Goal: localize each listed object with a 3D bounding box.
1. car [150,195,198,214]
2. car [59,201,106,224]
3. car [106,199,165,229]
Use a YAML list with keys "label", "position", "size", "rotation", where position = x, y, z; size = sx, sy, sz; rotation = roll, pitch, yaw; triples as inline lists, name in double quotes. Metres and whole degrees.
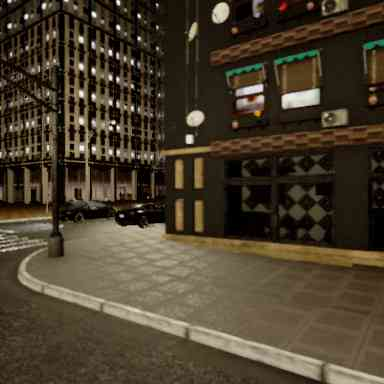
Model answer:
- label: "car"
  position: [-1.579, 1.087, 30.848]
  size: [1.837, 1.490, 4.892]
  rotation: [0, 1, 35]
- label: "car"
  position: [-7.270, 1.314, 22.782]
  size: [1.994, 1.385, 4.181]
  rotation: [0, 1, 35]
- label: "car"
  position: [-2.547, 1.287, 19.414]
  size: [1.947, 1.339, 4.313]
  rotation: [1, 1, 35]
